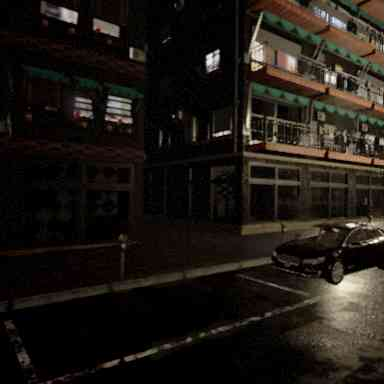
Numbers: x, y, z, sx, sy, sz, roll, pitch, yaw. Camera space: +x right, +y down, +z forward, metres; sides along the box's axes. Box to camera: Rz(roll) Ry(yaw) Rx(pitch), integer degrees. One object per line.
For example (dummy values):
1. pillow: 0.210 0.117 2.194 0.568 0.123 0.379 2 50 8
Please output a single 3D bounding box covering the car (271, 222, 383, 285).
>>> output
1. car: 4.131 1.556 9.448 4.403 1.369 2.008 0 1 -35
